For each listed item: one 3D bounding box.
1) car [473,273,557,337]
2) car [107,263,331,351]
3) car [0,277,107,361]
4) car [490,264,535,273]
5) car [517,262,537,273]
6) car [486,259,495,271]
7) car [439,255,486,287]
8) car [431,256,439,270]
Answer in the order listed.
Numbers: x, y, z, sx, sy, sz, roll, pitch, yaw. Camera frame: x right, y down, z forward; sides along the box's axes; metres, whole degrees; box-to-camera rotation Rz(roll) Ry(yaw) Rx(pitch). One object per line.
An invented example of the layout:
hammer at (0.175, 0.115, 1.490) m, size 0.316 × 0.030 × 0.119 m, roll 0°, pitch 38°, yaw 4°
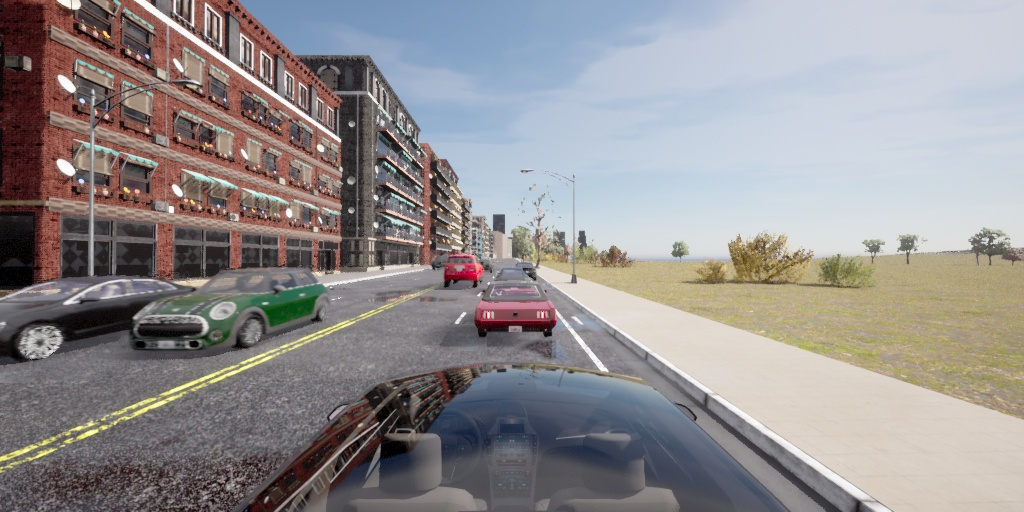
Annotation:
car at (0.074, 1.352, 10.258) m, size 1.895 × 1.301 × 4.718 m, roll 0°, pitch 0°, yaw 0°
car at (-6.624, 1.103, 9.110) m, size 2.097 × 1.767 × 4.553 m, roll 0°, pitch 0°, yaw 0°
car at (-9.872, 1.242, 8.307) m, size 2.128 × 1.511 × 4.902 m, roll 0°, pitch 0°, yaw 0°
car at (0.033, 1.317, 20.288) m, size 1.994 × 1.385 × 4.181 m, roll 0°, pitch 0°, yaw 0°
car at (1.048, 1.259, 30.282) m, size 1.837 × 1.490 × 4.892 m, roll 0°, pitch 0°, yaw 0°
car at (-3.293, 1.106, 44.528) m, size 2.097 × 1.767 × 4.553 m, roll 0°, pitch 0°, yaw 2°
car at (-3.223, 0.969, 24.577) m, size 2.150 × 2.045 × 5.566 m, roll 0°, pitch -1°, yaw 0°
car at (-10.002, 0.975, 51.560) m, size 2.150 × 2.045 × 5.566 m, roll 0°, pitch 0°, yaw 0°
